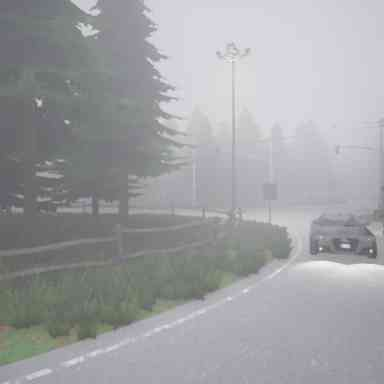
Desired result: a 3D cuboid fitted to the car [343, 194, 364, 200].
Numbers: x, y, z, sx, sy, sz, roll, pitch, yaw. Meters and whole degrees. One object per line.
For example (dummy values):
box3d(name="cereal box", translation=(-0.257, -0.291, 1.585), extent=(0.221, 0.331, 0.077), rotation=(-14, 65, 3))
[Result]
box3d(name="car", translation=(34.859, 0.976, 72.058), extent=(1.895, 1.301, 4.718), rotation=(0, 0, -10))

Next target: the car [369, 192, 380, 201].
box3d(name="car", translation=(34.852, 0.782, 62.075), extent=(2.097, 1.767, 4.553), rotation=(0, 0, 10))

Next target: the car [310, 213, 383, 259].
box3d(name="car", translation=(5.408, 1.468, 12.189), extent=(1.994, 1.385, 4.181), rotation=(0, 0, 19))
